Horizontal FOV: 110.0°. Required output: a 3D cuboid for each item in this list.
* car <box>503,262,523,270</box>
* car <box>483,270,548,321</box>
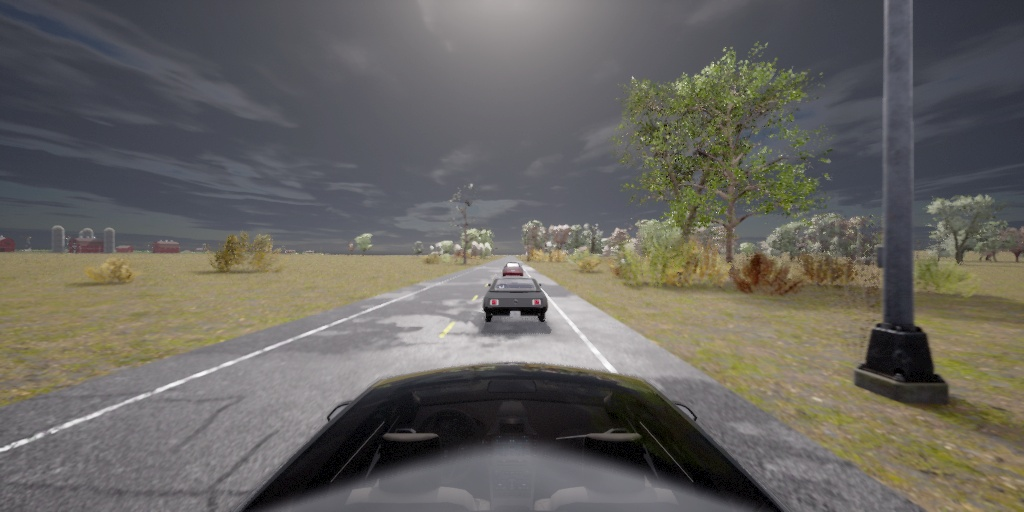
[{"bbox_3d":[0.092,1.306,34.816,1.994,1.385,4.181,0,0,0],"label":"car"},{"bbox_3d":[0.097,1.350,12.422,1.895,1.301,4.718,0,0,0],"label":"car"}]
